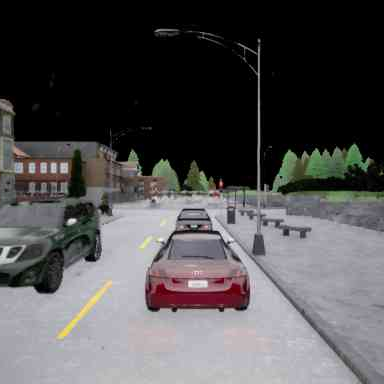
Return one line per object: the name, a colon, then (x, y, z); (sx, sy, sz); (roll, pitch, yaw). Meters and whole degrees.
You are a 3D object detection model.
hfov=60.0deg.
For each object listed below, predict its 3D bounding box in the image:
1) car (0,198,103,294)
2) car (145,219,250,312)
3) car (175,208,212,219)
car: (-4.105, 1.221, 9.153); (2.150, 2.045, 5.566); (0, 0, 0)
car: (0.095, 1.564, 7.777); (1.994, 1.385, 4.181); (0, 0, 0)
car: (0.084, 1.547, 17.013); (2.033, 1.411, 5.357); (0, 0, 0)
